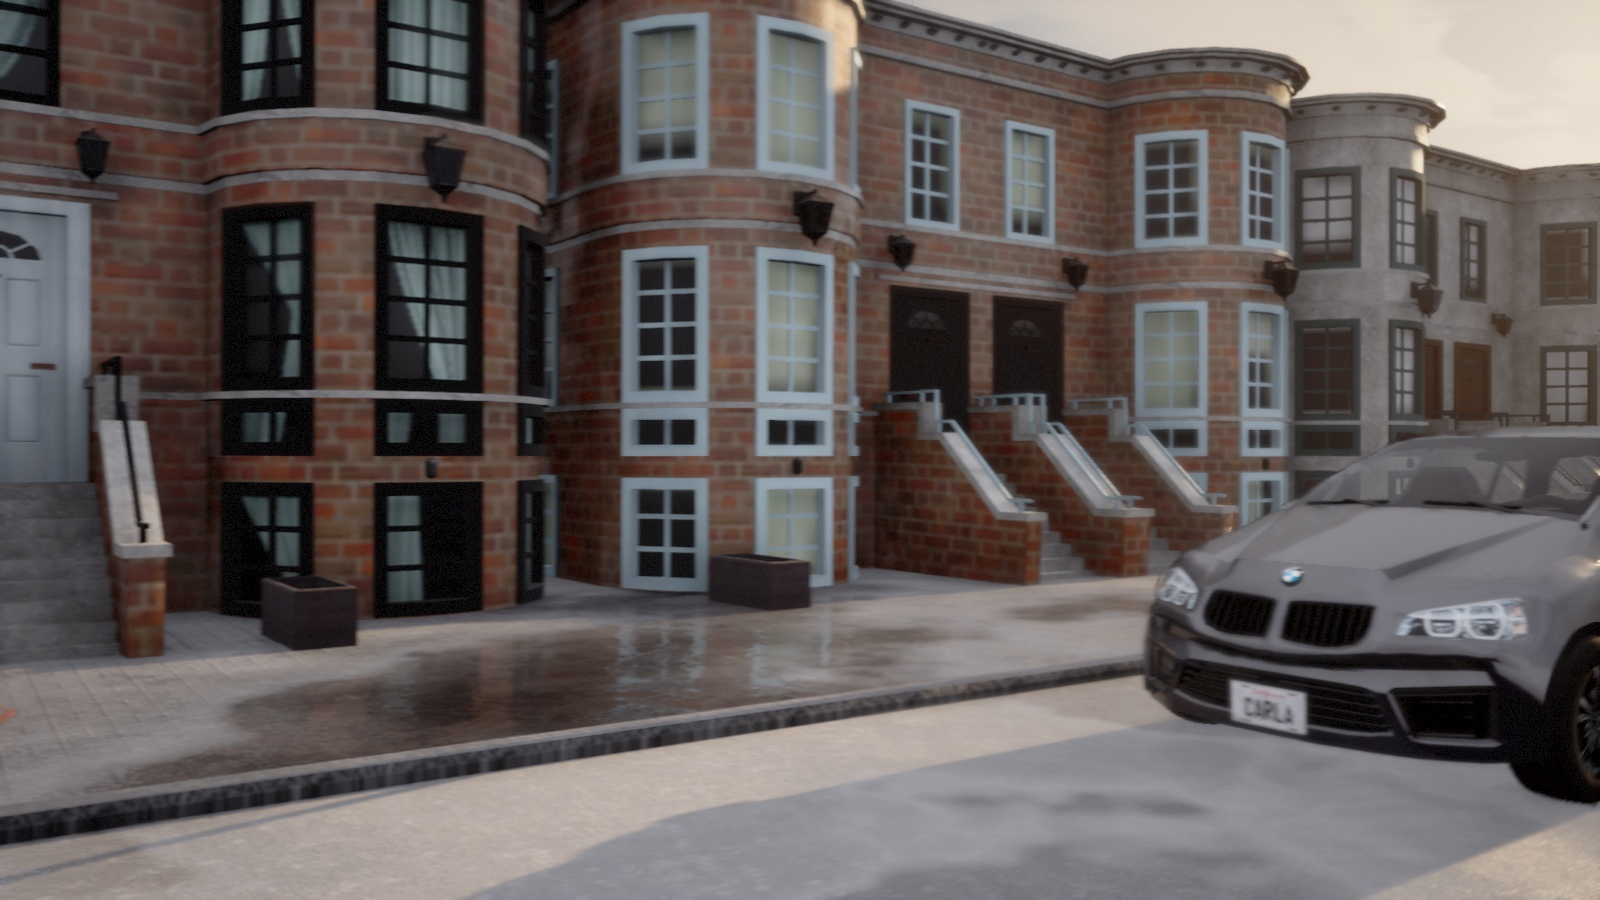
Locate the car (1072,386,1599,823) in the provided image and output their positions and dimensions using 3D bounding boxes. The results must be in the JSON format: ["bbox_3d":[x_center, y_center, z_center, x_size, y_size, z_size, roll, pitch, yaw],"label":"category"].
[{"bbox_3d":[3.975,0.600,7.025,4.611,1.667,2.242,0,0,-35],"label":"car"}]
